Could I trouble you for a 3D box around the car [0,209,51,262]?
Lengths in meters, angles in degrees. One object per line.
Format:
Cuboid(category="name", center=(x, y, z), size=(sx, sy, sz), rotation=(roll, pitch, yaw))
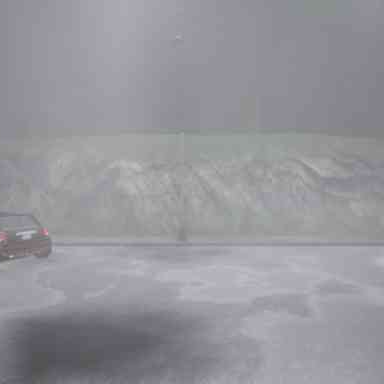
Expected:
Cuboid(category="car", center=(-7.066, 1.440, 11.477), size=(4.553, 1.767, 2.097), rotation=(0, 0, 29))
